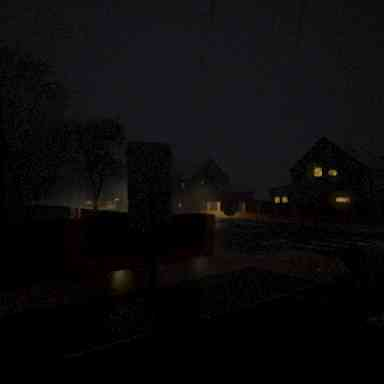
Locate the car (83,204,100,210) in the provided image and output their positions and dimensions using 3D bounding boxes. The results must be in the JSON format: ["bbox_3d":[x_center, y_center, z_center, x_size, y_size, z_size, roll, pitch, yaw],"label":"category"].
[{"bbox_3d":[-15.131,2.534,49.877,1.812,1.442,4.674,-1,-1,-30],"label":"car"}]
